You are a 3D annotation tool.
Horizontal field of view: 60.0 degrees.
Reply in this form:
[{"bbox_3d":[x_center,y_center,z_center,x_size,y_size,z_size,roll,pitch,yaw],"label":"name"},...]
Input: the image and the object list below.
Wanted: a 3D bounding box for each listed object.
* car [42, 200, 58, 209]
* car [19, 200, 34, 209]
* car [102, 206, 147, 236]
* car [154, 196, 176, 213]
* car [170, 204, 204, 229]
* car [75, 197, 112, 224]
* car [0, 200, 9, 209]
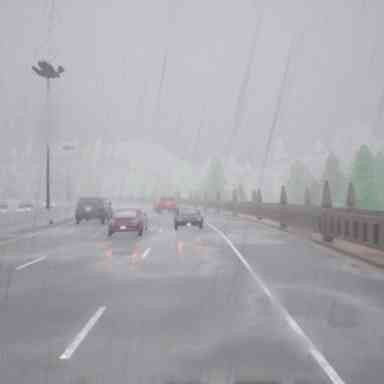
[{"bbox_3d":[-20.700,1.915,48.635,1.812,1.442,4.674,0,-1,-21],"label":"car"},{"bbox_3d":[-27.277,2.035,54.842,1.994,1.385,4.181,0,-1,-26],"label":"car"},{"bbox_3d":[-3.627,1.651,19.243,1.812,1.442,4.674,0,0,-3],"label":"car"},{"bbox_3d":[-3.391,1.516,41.106,2.150,2.045,5.566,0,-1,-14],"label":"car"},{"bbox_3d":[-0.358,1.753,22.949,1.895,1.301,4.718,0,0,-4],"label":"car"},{"bbox_3d":[-7.737,1.401,26.529,2.150,2.045,5.566,0,0,-6],"label":"car"},{"bbox_3d":[-29.791,2.014,51.977,1.994,1.385,4.181,0,-1,-25],"label":"car"}]
